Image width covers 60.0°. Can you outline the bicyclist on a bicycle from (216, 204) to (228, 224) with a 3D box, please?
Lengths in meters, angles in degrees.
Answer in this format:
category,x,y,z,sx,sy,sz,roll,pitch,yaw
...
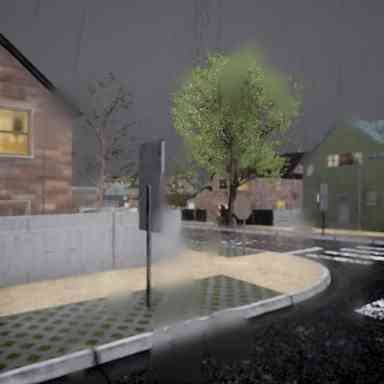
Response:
category,x,y,z,sx,sy,sz,roll,pitch,yaw
bicyclist on a bicycle,2.535,1.785,26.959,1.656,1.620,0.582,-3,1,-35

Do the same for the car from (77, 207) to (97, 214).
category,x,y,z,sx,sy,sz,roll,pitch,yaw
car,-13.517,3.101,44.741,1.882,1.535,5.008,0,-2,-35

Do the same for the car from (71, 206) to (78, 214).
category,x,y,z,sx,sy,sz,roll,pitch,yaw
car,-19.591,3.260,53.316,2.150,2.045,5.566,0,-3,-35
